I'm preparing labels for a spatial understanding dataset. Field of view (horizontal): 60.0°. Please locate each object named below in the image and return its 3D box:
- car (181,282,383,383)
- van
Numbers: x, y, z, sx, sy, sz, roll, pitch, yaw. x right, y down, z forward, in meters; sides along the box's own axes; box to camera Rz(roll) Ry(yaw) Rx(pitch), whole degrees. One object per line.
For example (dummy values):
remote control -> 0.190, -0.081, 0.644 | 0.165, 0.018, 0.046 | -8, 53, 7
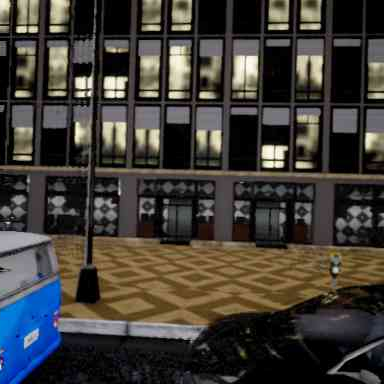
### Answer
car -> 2.081, 1.672, 3.327 | 4.313, 1.339, 1.947 | 1, 0, 4
van -> -3.587, 1.306, 3.765 | 3.998, 1.788, 1.690 | 1, 0, 4
